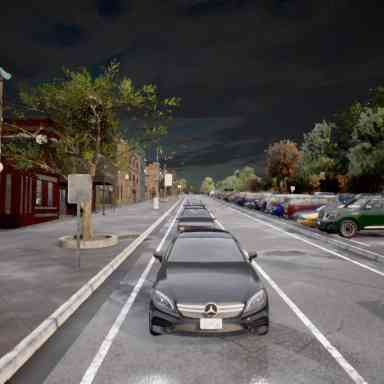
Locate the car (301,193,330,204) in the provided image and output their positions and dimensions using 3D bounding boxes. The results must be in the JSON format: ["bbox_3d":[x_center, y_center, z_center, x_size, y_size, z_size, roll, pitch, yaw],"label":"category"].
[{"bbox_3d":[22.099,1.136,59.640,4.553,1.767,2.185,0,1,0],"label":"car"}]

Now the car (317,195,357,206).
[{"bbox_3d":[22.312,1.333,51.314,5.366,1.575,1.946,0,1,0],"label":"car"}]

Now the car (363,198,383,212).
[{"bbox_3d":[22.192,1.469,37.427,4.792,1.488,2.163,0,0,0],"label":"car"}]

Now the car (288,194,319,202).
[{"bbox_3d":[21.844,1.209,65.190,5.366,1.575,1.946,0,0,0],"label":"car"}]

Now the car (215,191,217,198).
[{"bbox_3d":[8.831,1.065,81.521,5.008,1.535,2.097,0,1,0],"label":"car"}]

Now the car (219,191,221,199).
[{"bbox_3d":[8.905,0.938,67.503,5.566,2.045,2.435,0,1,0],"label":"car"}]

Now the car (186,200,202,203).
[{"bbox_3d":[0.225,1.442,29.861,2.128,1.511,4.902,0,0,0],"label":"car"}]

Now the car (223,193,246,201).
[{"bbox_3d":[8.883,1.039,70.307,4.553,1.767,2.185,0,1,0],"label":"car"}]

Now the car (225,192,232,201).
[{"bbox_3d":[8.970,1.280,61.899,4.674,1.452,2.002,0,1,0],"label":"car"}]

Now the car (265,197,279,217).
[{"bbox_3d":[9.200,1.460,28.252,5.008,1.535,2.097,0,0,0],"label":"car"}]

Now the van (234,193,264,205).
[{"bbox_3d":[9.147,1.089,53.489,4.442,1.987,1.878,0,1,0],"label":"van"}]

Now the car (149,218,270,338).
[{"bbox_3d":[0.254,1.524,6.834,1.812,1.442,4.674,0,0,0],"label":"car"}]

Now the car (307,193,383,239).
[{"bbox_3d":[9.255,1.221,17.038,5.566,2.045,2.435,0,0,0],"label":"car"}]

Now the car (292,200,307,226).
[{"bbox_3d":[9.078,1.466,19.841,5.366,1.575,1.946,0,0,0],"label":"car"}]

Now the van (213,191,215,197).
[{"bbox_3d":[8.662,0.764,89.927,4.442,1.987,1.878,0,1,0],"label":"van"}]

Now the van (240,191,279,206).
[{"bbox_3d":[9.205,1.163,45.081,4.442,1.987,1.878,0,0,0],"label":"van"}]

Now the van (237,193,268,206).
[{"bbox_3d":[9.167,1.114,50.685,4.442,1.987,1.878,0,1,0],"label":"van"}]

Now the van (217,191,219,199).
[{"bbox_3d":[8.739,0.864,78.715,4.442,1.987,1.878,0,1,0],"label":"van"}]

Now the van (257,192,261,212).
[{"bbox_3d":[9.283,1.222,33.861,4.442,1.987,1.878,0,0,0],"label":"van"}]

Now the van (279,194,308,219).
[{"bbox_3d":[9.342,1.237,25.449,4.442,1.987,1.878,0,0,0],"label":"van"}]

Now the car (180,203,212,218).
[{"bbox_3d":[0.196,1.532,17.413,2.033,1.411,5.357,0,0,0],"label":"car"}]

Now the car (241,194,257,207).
[{"bbox_3d":[9.115,1.409,42.274,4.892,1.521,2.231,0,0,0],"label":"car"}]

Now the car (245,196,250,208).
[{"bbox_3d":[9.125,1.466,39.472,4.674,1.452,2.002,0,0,0],"label":"car"}]

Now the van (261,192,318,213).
[{"bbox_3d":[9.069,1.230,31.058,4.442,1.987,1.878,0,0,0],"label":"van"}]

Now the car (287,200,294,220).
[{"bbox_3d":[9.247,1.506,22.645,4.674,1.452,2.002,0,0,0],"label":"car"}]

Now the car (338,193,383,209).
[{"bbox_3d":[22.155,1.153,42.983,5.566,2.045,2.435,0,0,0],"label":"car"}]

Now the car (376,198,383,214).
[{"bbox_3d":[22.426,1.444,34.657,5.366,1.575,1.946,0,0,0],"label":"car"}]

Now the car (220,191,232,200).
[{"bbox_3d":[8.924,0.963,64.700,5.566,2.045,2.435,0,1,0],"label":"car"}]

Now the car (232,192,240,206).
[{"bbox_3d":[9.041,1.113,47.880,5.566,2.045,2.435,0,1,0],"label":"car"}]

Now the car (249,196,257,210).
[{"bbox_3d":[9.176,1.470,36.664,4.792,1.488,2.163,0,0,0],"label":"car"}]

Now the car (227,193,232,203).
[{"bbox_3d":[9.005,1.291,56.293,4.892,1.521,2.231,0,1,0],"label":"car"}]

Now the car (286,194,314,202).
[{"bbox_3d":[22.016,1.188,67.967,4.892,1.521,2.231,0,1,0],"label":"car"}]

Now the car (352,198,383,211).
[{"bbox_3d":[22.231,1.452,40.211,4.792,1.488,2.163,0,0,0],"label":"car"}]
